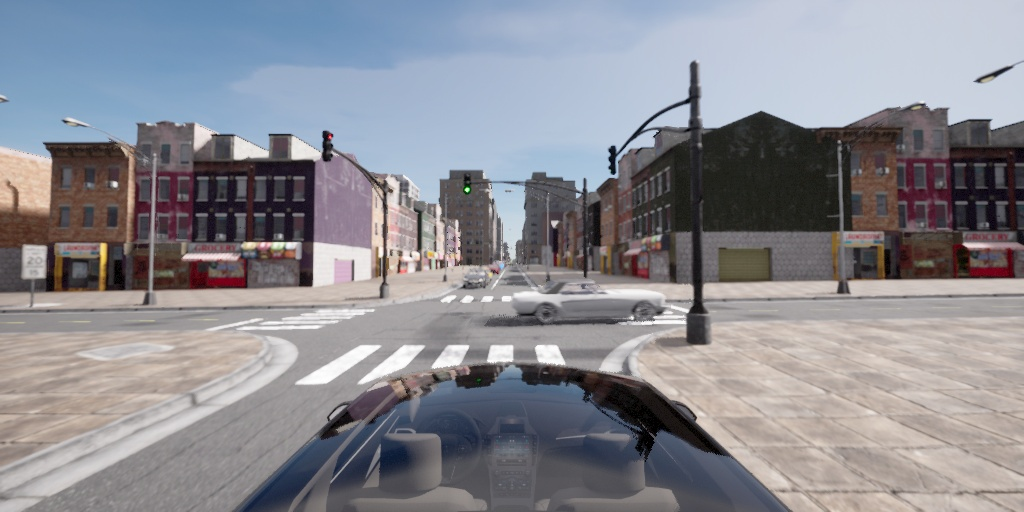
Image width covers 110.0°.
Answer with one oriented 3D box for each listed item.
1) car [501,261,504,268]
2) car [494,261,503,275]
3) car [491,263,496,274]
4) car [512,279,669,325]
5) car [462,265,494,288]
[{"bbox_3d":[-2.627,1.903,54.766,1.948,1.339,4.313,0,0,0],"label":"car"},{"bbox_3d":[-2.628,1.823,49.119,1.888,1.381,4.507,0,0,0],"label":"car"},{"bbox_3d":[-2.631,1.628,32.003,1.751,1.417,4.829,0,0,0],"label":"car"},{"bbox_3d":[2.357,1.396,11.453,4.718,1.301,1.895,-1,-1,0],"label":"car"},{"bbox_3d":[-2.632,1.591,26.524,2.007,1.370,4.403,0,0,0],"label":"car"}]
